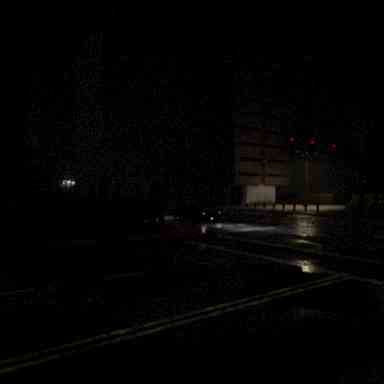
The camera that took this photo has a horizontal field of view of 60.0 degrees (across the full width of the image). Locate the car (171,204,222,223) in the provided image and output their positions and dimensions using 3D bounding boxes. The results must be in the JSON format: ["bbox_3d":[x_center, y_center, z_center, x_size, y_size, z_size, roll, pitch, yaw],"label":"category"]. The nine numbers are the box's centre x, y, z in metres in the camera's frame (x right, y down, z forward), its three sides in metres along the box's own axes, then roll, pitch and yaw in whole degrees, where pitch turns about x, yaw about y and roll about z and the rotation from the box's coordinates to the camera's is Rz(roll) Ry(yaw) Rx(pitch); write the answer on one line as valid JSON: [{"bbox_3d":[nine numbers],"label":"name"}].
[{"bbox_3d":[0.266,1.642,26.401,1.895,1.301,4.718,0,0,-34],"label":"car"}]

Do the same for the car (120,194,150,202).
[{"bbox_3d":[-5.866,1.263,35.094,2.150,2.045,5.566,0,0,-36],"label":"car"}]
